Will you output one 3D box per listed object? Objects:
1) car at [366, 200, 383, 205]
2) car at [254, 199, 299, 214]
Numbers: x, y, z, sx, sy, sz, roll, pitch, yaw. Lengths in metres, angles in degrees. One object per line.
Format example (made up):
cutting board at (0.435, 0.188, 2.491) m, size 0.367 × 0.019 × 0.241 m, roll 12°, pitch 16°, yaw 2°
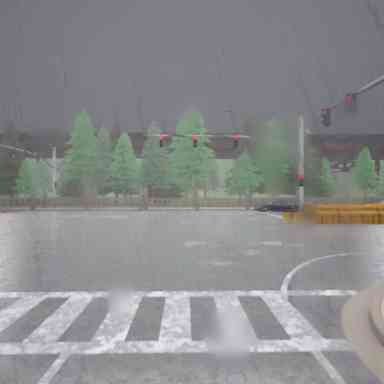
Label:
car at (21.262, 1.481, 35.793) m, size 5.008 × 1.535 × 1.882 m, roll 0°, pitch 0°, yaw -2°
car at (9.062, 1.509, 35.420) m, size 4.892 × 1.490 × 1.837 m, roll 0°, pitch 0°, yaw -2°
